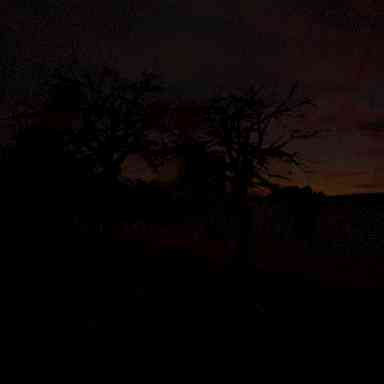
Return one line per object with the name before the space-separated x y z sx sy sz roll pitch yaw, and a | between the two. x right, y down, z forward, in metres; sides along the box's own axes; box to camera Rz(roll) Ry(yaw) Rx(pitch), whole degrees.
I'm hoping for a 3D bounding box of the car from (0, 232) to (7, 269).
car | -7.066 1.385 10.011 1.970 1.475 3.806 3 -3 -44
